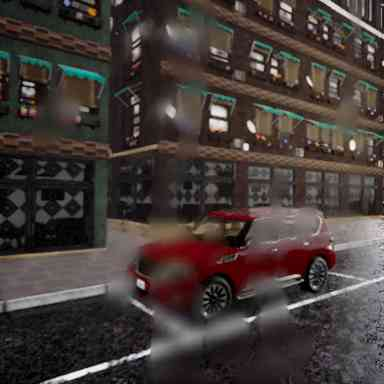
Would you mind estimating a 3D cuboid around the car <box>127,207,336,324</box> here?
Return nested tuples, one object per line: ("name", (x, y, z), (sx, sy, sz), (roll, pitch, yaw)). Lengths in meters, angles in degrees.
("car", (1.145, 1.310, 7.356), (5.009, 1.841, 2.192), (0, 1, -36))
